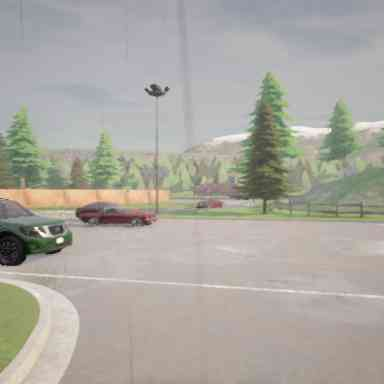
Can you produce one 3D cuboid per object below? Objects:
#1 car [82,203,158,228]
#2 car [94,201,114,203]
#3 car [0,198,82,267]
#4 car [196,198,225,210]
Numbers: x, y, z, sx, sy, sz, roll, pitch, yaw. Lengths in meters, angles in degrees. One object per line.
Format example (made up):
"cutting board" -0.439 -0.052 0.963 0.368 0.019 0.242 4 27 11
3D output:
"car" -4.677 1.595 21.590 4.718 1.301 1.895 0 0 13
"car" -6.477 1.472 25.602 5.008 1.535 1.882 0 0 13
"car" -6.942 1.224 11.335 5.566 2.045 2.150 0 0 13
"car" 2.499 1.543 43.879 1.994 1.385 4.181 0 0 42
